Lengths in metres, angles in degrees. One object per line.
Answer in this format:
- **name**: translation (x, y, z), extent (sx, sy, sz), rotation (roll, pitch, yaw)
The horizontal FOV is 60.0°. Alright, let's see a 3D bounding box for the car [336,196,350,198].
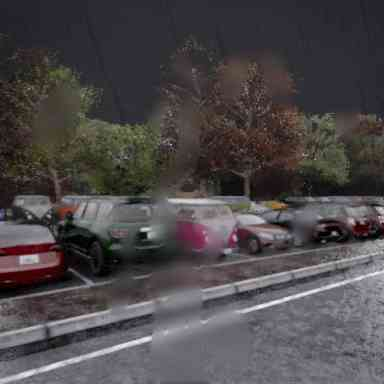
- **car**: translation (14.792, 1.460, 38.887), extent (2.435, 2.045, 5.566), rotation (1, 0, -36)

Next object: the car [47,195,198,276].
- **car**: translation (-2.531, 1.176, 10.475), extent (2.435, 2.045, 5.566), rotation (1, 0, -36)

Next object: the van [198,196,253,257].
- **van**: translation (-0.189, 1.227, 11.973), extent (1.878, 1.987, 4.442), rotation (1, 0, -36)

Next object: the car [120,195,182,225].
- **car**: translation (-3.331, 1.253, 25.917), extent (2.435, 2.045, 5.566), rotation (1, 0, -36)

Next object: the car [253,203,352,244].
- **car**: translation (4.260, 1.505, 15.293), extent (2.097, 1.535, 5.008), rotation (1, 0, -36)

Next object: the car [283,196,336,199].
- **car**: translation (12.540, 1.434, 37.275), extent (2.435, 2.045, 5.566), rotation (1, 0, -36)

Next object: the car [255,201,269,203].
- **car**: translation (5.659, 1.647, 32.389), extent (2.002, 1.452, 4.674), rotation (1, 0, -36)

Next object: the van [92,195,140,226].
- **van**: translation (-5.669, 1.253, 24.422), extent (1.878, 1.987, 4.442), rotation (1, 0, -36)

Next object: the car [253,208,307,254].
- **car**: translation (1.997, 1.519, 13.684), extent (2.002, 1.452, 4.674), rotation (1, 0, -36)

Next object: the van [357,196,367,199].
- **van**: translation (19.213, 1.537, 42.228), extent (1.878, 1.987, 4.442), rotation (1, 0, -36)

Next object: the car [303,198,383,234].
- **car**: translation (8.791, 1.430, 18.504), extent (2.185, 1.767, 4.553), rotation (1, 0, -36)

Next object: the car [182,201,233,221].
- **car**: translation (1.259, 1.597, 29.234), extent (2.002, 1.452, 4.674), rotation (1, 0, -36)

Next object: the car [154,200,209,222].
- **car**: translation (-0.992, 1.531, 27.619), extent (2.097, 1.535, 5.008), rotation (1, 0, -36)

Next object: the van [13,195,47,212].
- **van**: translation (-10.045, 1.202, 21.004), extent (1.878, 1.987, 4.442), rotation (0, 0, -36)

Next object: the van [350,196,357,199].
- **van**: translation (17.096, 1.511, 40.426), extent (1.878, 1.987, 4.442), rotation (1, 0, -36)

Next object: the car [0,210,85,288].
- **car**: translation (-4.770, 1.461, 8.874), extent (2.163, 1.488, 4.792), rotation (0, 0, -36)

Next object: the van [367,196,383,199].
- **van**: translation (23.861, 1.591, 45.279), extent (1.878, 1.987, 4.442), rotation (1, 0, -36)

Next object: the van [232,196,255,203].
- **van**: translation (3.342, 1.356, 30.871), extent (1.878, 1.987, 4.442), rotation (1, 0, -36)

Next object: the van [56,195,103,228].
- **van**: translation (-7.819, 1.229, 22.883), extent (1.878, 1.987, 4.442), rotation (1, 0, -36)

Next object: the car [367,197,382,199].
- **car**: translation (21.528, 1.788, 43.748), extent (2.097, 1.535, 5.008), rotation (1, 0, -36)

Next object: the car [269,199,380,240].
- **car**: translation (6.533, 1.405, 16.888), extent (2.185, 1.767, 4.553), rotation (1, 0, -36)
